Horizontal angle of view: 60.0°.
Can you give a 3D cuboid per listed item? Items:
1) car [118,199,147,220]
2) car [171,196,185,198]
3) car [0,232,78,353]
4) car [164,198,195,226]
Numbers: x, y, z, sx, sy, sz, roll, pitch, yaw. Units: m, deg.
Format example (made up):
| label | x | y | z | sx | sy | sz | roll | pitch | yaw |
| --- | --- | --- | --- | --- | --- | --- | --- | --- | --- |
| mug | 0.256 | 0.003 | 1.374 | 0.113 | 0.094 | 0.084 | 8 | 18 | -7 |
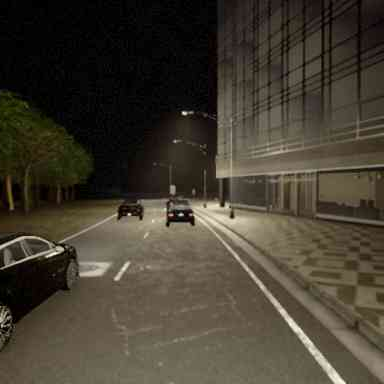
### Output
| label | x | y | z | sx | sy | sz | roll | pitch | yaw |
| --- | --- | --- | --- | --- | --- | --- | --- | --- | --- |
| car | -4.721 | 1.336 | 26.294 | 1.837 | 1.490 | 4.892 | 0 | 0 | -5 |
| car | -1.677 | 1.245 | 41.219 | 1.837 | 1.490 | 4.892 | -2 | 0 | 13 |
| car | -3.533 | 1.453 | 5.889 | 2.128 | 1.511 | 4.902 | 0 | 0 | -1 |
| car | -0.848 | 1.397 | 22.293 | 2.033 | 1.411 | 5.357 | 0 | 0 | -4 |
